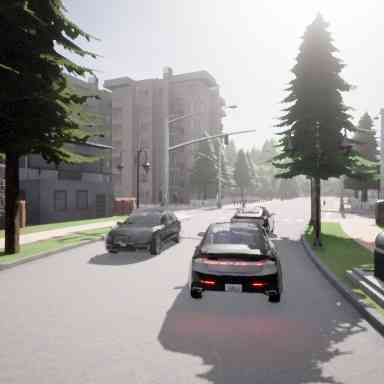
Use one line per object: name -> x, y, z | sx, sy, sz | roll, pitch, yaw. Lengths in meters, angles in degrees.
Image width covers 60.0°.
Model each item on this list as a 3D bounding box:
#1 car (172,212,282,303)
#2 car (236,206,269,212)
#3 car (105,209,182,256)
car -> 1.103, 1.492, 8.314 | 2.128, 1.511, 4.902 | 0, 0, 9
car -> 3.227, 1.491, 17.422 | 2.128, 1.511, 4.902 | 0, 0, 18
car -> -1.729, 1.505, 13.390 | 1.837, 1.490, 4.892 | 0, 0, 13
